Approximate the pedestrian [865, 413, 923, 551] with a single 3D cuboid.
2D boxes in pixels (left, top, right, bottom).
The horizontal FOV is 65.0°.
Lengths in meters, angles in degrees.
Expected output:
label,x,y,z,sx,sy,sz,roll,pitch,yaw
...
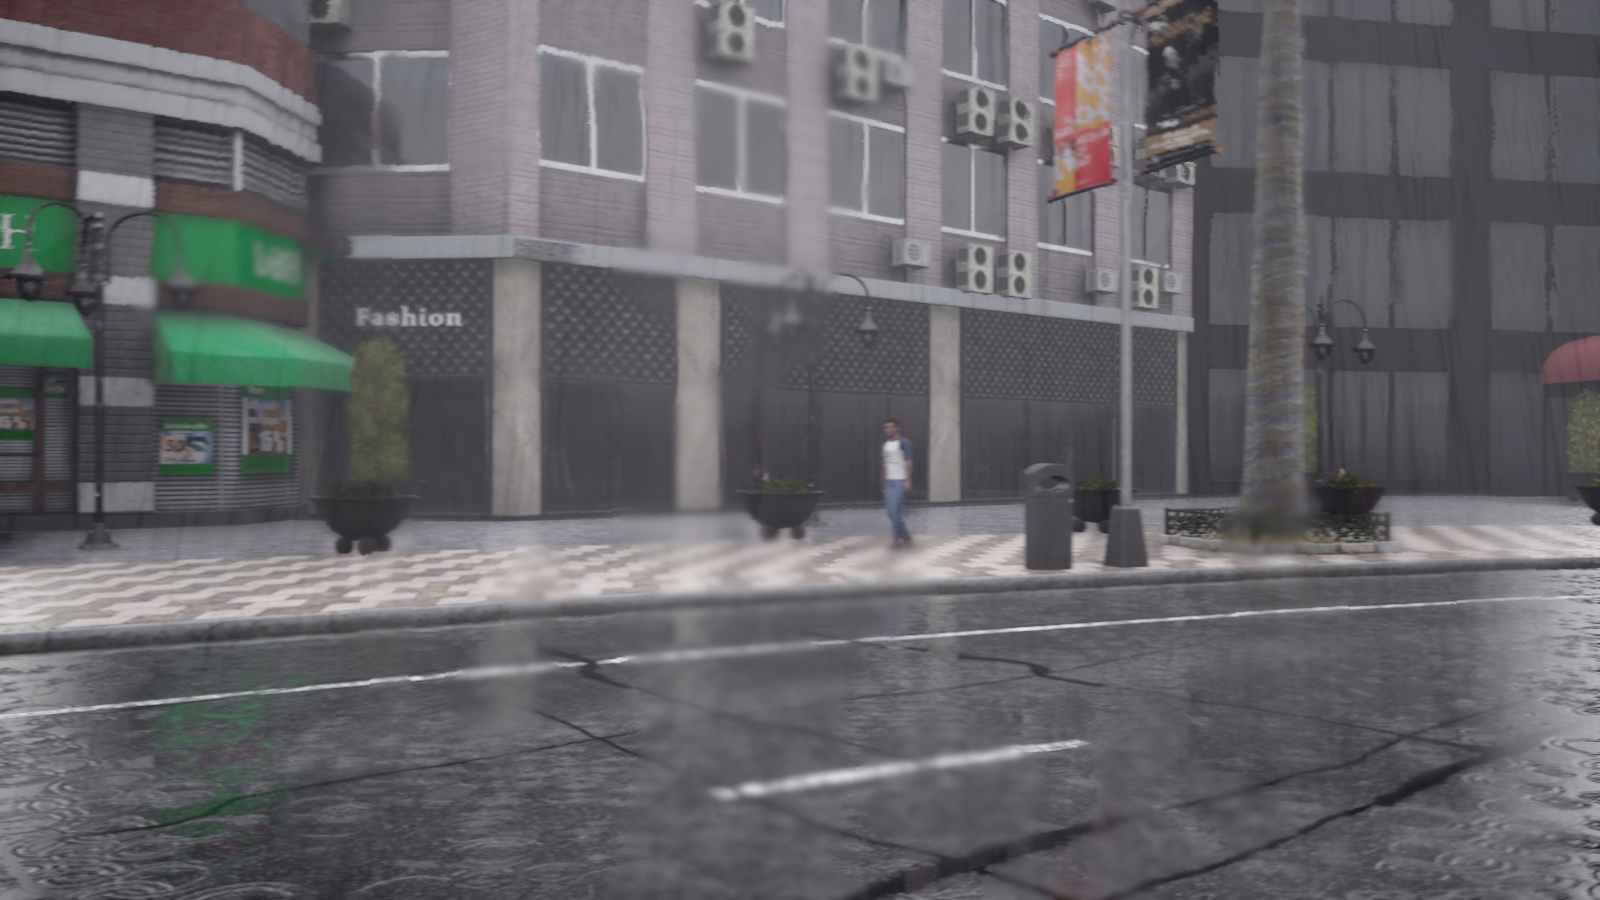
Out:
label,x,y,z,sx,sy,sz,roll,pitch,yaw
pedestrian,1.279,0.428,17.105,0.706,1.836,0.354,0,0,-29
